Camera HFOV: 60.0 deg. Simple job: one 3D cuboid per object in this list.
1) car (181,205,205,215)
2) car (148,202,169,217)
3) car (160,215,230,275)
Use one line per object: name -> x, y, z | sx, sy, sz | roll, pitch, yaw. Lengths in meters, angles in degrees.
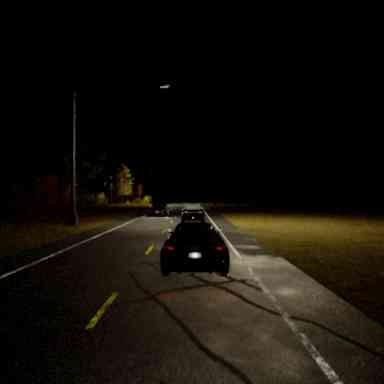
car -> 0.083, 1.793, 27.792 | 2.128, 1.511, 4.902 | 0, -1, 0
car -> -3.607, 1.901, 36.517 | 1.837, 1.490, 4.892 | 0, -1, 0
car -> 0.085, 1.683, 10.900 | 1.994, 1.385, 4.181 | 0, -1, 0
